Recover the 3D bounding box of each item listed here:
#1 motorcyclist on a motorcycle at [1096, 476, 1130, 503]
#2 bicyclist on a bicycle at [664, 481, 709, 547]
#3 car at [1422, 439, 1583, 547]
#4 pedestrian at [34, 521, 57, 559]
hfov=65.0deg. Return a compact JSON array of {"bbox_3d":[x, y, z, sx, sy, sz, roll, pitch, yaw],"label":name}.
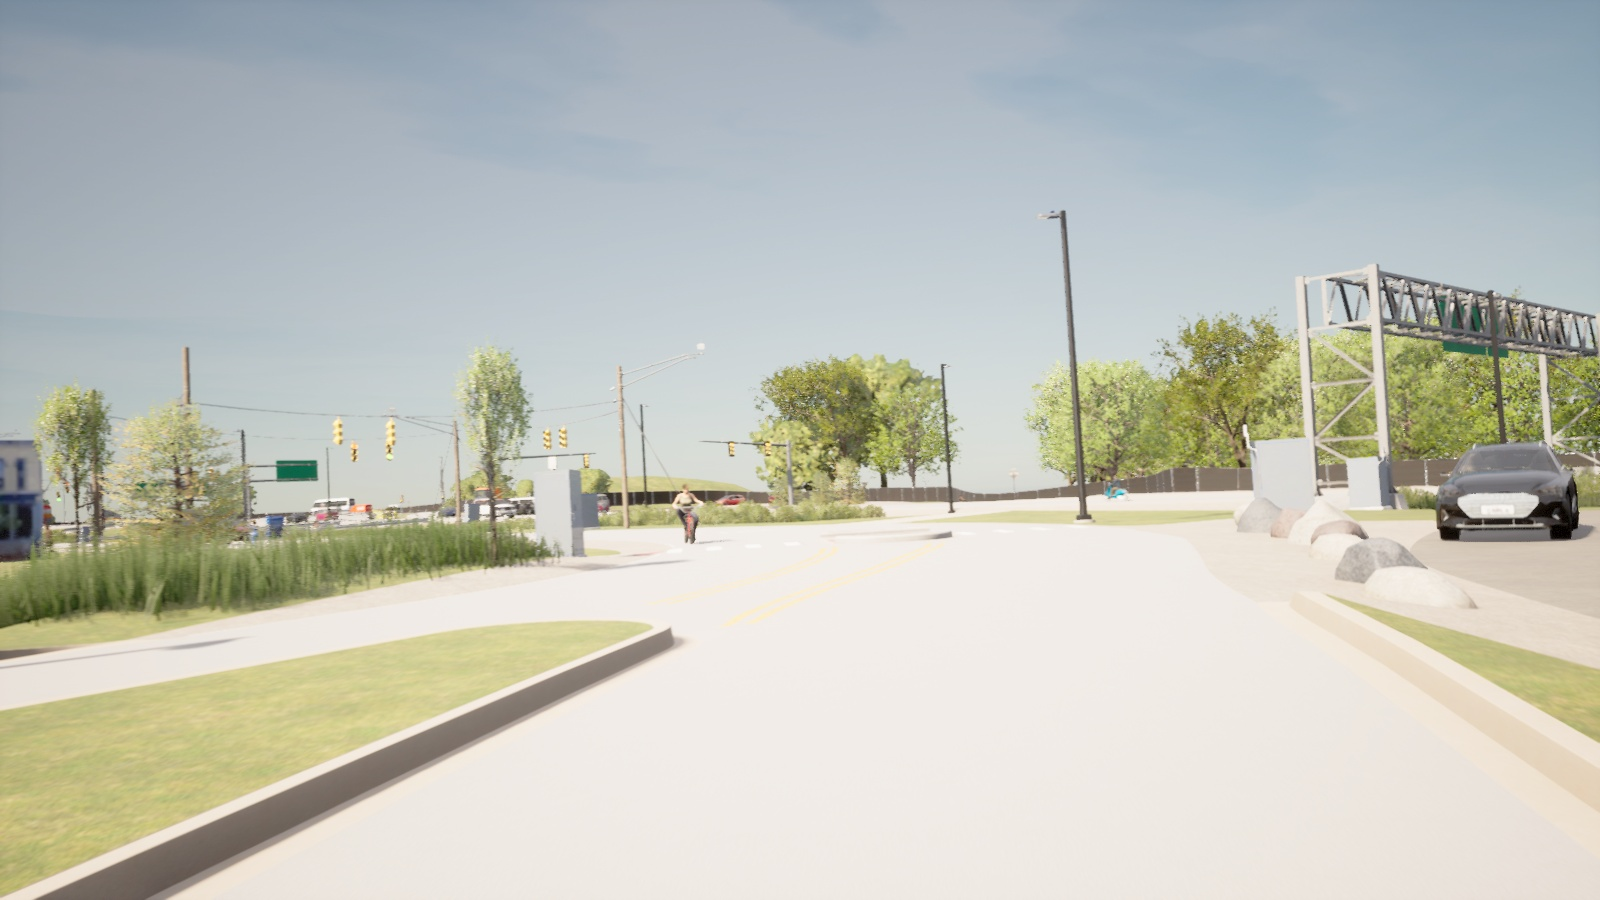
[{"bbox_3d":[19.189,2.420,77.014,0.866,1.590,1.817,0,-3,-42],"label":"motorcyclist on a motorcycle"},{"bbox_3d":[-2.968,1.667,32.802,0.866,1.612,1.509,-3,-2,-13],"label":"bicyclist on a bicycle"},{"bbox_3d":[12.334,0.696,21.885,2.033,1.649,4.856,-3,-1,33],"label":"car"},{"bbox_3d":[-37.395,4.452,62.269,0.328,1.805,0.869,-5,-4,37],"label":"pedestrian"}]
